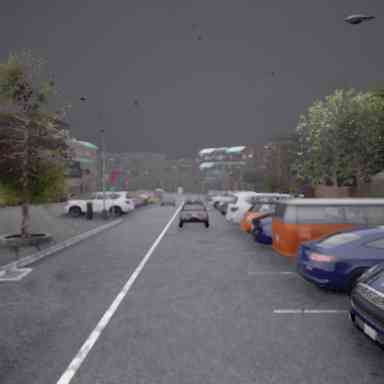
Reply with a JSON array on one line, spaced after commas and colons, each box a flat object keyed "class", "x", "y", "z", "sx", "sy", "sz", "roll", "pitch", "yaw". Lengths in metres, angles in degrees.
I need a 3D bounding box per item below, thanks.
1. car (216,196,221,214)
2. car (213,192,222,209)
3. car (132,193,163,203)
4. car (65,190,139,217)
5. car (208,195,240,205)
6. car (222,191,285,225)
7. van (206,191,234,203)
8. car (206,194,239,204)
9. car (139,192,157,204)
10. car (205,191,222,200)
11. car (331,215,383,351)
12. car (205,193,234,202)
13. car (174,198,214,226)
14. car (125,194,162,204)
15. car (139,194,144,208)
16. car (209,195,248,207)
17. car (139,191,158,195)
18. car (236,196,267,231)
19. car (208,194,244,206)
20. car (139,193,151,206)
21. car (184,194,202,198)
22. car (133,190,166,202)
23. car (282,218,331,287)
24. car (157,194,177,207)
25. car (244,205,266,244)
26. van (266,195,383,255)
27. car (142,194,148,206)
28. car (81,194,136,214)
[{"class": "car", "x": 4.635, "y": 1.296, "z": 26.912, "sx": 4.792, "sy": 1.488, "sz": 2.163, "roll": 0, "pitch": 0, "yaw": 0}, {"class": "car", "x": 4.700, "y": 1.095, "z": 32.621, "sx": 4.553, "sy": 1.767, "sz": 2.185, "roll": 0, "pitch": 0, "yaw": 0}, {"class": "car", "x": -7.652, "y": 0.999, "z": 57.244, "sx": 5.008, "sy": 1.535, "sz": 2.097, "roll": 0, "pitch": 1, "yaw": 0}, {"class": "car", "x": -7.692, "y": 1.007, "z": 27.965, "sx": 5.566, "sy": 2.045, "sz": 2.435, "roll": 0, "pitch": 0, "yaw": 0}, {"class": "car", "x": 4.680, "y": 1.130, "z": 49.259, "sx": 4.674, "sy": 1.452, "sz": 2.002, "roll": 0, "pitch": 0, "yaw": 0}, {"class": "car", "x": 4.688, "y": 1.081, "z": 18.528, "sx": 5.566, "sy": 2.045, "sz": 2.435, "roll": 0, "pitch": 0, "yaw": 0}, {"class": "van", "x": 4.565, "y": 0.814, "z": 54.840, "sx": 4.442, "sy": 1.987, "sz": 1.878, "roll": 0, "pitch": 1, "yaw": 0}, {"class": "car", "x": 4.686, "y": 1.069, "z": 52.049, "sx": 4.892, "sy": 1.521, "sz": 2.231, "roll": 0, "pitch": 1, "yaw": 0}, {"class": "car", "x": -7.660, "y": 1.121, "z": 45.470, "sx": 4.892, "sy": 1.521, "sz": 2.231, "roll": 0, "pitch": 0, "yaw": 0}, {"class": "car", "x": 4.643, "y": 0.927, "z": 38.082, "sx": 5.566, "sy": 2.045, "sz": 2.435, "roll": 0, "pitch": 0, "yaw": 0}, {"class": "car", "x": 4.683, "y": 1.317, "z": 4.561, "sx": 4.553, "sy": 1.767, "sz": 2.185, "roll": 0, "pitch": 0, "yaw": 0}, {"class": "car", "x": 4.677, "y": 0.991, "z": 57.651, "sx": 4.892, "sy": 1.521, "sz": 2.231, "roll": 0, "pitch": 2, "yaw": 0}, {"class": "car", "x": 0.119, "y": 1.376, "z": 21.590, "sx": 2.033, "sy": 1.411, "sz": 5.357, "roll": 0, "pitch": 0, "yaw": 0}, {"class": "car", "x": -7.465, "y": 1.069, "z": 51.472, "sx": 5.366, "sy": 1.575, "sz": 1.946, "roll": 0, "pitch": 0, "yaw": 0}, {"class": "car", "x": -7.658, "y": 1.252, "z": 33.718, "sx": 4.674, "sy": 1.452, "sz": 2.002, "roll": 0, "pitch": 0, "yaw": 0}, {"class": "car", "x": 4.681, "y": 1.135, "z": 43.671, "sx": 4.892, "sy": 1.521, "sz": 2.231, "roll": 0, "pitch": 0, "yaw": 0}, {"class": "car", "x": -7.837, "y": 1.092, "z": 48.533, "sx": 5.366, "sy": 1.575, "sz": 1.946, "roll": 0, "pitch": 0, "yaw": 0}, {"class": "car", "x": 4.628, "y": 1.229, "z": 15.734, "sx": 4.553, "sy": 1.767, "sz": 2.185, "roll": 0, "pitch": 0, "yaw": 0}, {"class": "car", "x": 4.670, "y": 1.112, "z": 46.589, "sx": 4.892, "sy": 1.521, "sz": 2.231, "roll": 0, "pitch": 0, "yaw": 0}, {"class": "car", "x": -7.686, "y": 1.195, "z": 39.720, "sx": 4.792, "sy": 1.488, "sz": 2.163, "roll": 0, "pitch": 0, "yaw": 0}, {"class": "car", "x": 0.123, "y": 1.034, "z": 39.935, "sx": 2.097, "sy": 1.767, "sz": 4.553, "roll": 0, "pitch": 0, "yaw": 0}, {"class": "car", "x": -7.617, "y": 0.677, "z": 60.183, "sx": 5.566, "sy": 2.045, "sz": 2.435, "roll": 0, "pitch": 1, "yaw": 0}, {"class": "car", "x": 4.652, "y": 1.461, "z": 7.355, "sx": 4.674, "sy": 1.452, "sz": 2.002, "roll": 0, "pitch": 0, "yaw": 0}, {"class": "car", "x": -3.063, "y": 1.159, "z": 43.816, "sx": 1.837, "sy": 1.490, "sz": 4.892, "roll": 0, "pitch": 0, "yaw": 0}, {"class": "car", "x": 4.685, "y": 1.406, "z": 12.944, "sx": 4.792, "sy": 1.488, "sz": 2.163, "roll": 0, "pitch": 0, "yaw": 0}, {"class": "van", "x": 4.772, "y": 1.173, "z": 10.146, "sx": 4.442, "sy": 1.987, "sz": 1.878, "roll": 0, "pitch": 0, "yaw": 0}, {"class": "car", "x": -7.656, "y": 1.228, "z": 36.781, "sx": 4.674, "sy": 1.452, "sz": 2.002, "roll": 0, "pitch": 0, "yaw": 0}, {"class": "car", "x": -7.631, "y": 1.110, "z": 30.779, "sx": 4.553, "sy": 1.767, "sz": 2.185, "roll": 0, "pitch": 0, "yaw": 0}]
